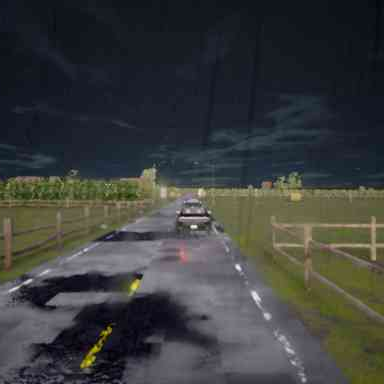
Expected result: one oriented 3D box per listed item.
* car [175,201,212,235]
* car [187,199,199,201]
[{"bbox_3d":[0.099,1.499,18.827,2.128,1.511,4.902,0,0,0],"label":"car"},{"bbox_3d":[0.099,1.489,38.184,1.882,1.535,5.008,0,0,0],"label":"car"}]
